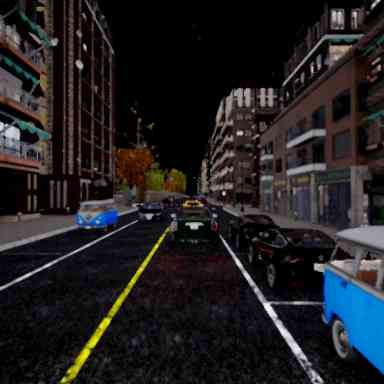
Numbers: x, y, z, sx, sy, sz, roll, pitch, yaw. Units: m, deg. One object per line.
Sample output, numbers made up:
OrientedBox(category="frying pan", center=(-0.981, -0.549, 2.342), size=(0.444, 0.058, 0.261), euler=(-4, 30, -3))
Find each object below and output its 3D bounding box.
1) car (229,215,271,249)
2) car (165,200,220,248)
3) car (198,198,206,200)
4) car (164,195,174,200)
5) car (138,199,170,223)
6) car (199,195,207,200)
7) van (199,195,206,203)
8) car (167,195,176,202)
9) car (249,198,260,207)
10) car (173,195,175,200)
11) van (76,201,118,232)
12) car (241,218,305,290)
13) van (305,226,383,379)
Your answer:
OrientedBox(category="car", center=(2.692, 1.629, 14.637), size=(1.947, 1.339, 4.313), euler=(0, 0, 0))
OrientedBox(category="car", center=(0.092, 1.418, 15.234), size=(2.097, 1.767, 4.553), euler=(0, 0, 0))
OrientedBox(category="car", center=(0.091, 1.623, 32.284), size=(1.882, 1.535, 5.008), euler=(0, 0, 0))
OrientedBox(category="car", center=(-5.701, 1.949, 75.345), size=(1.947, 1.339, 4.313), euler=(0, 0, 0))
OrientedBox(category="car", center=(-3.103, 1.610, 26.573), size=(2.128, 1.511, 4.902), euler=(0, 0, 0))
OrientedBox(category="car", center=(2.679, 1.962, 80.976), size=(1.887, 1.381, 4.507), euler=(0, 0, 0))
OrientedBox(category="van", center=(2.678, 1.794, 86.608), size=(1.690, 1.788, 3.998), euler=(0, 0, 0))
OrientedBox(category="car", center=(-5.703, 1.804, 92.237), size=(2.192, 1.841, 5.009), euler=(0, 0, 0))
OrientedBox(category="car", center=(13.455, 1.908, 63.026), size=(5.009, 1.841, 2.192), euler=(1, -2, -1))
OrientedBox(category="car", center=(-5.702, 1.977, 86.436), size=(1.752, 1.417, 4.829), euler=(0, 0, 0))
OrientedBox(category="van", center=(-5.689, 1.430, 20.296), size=(1.690, 1.788, 3.998), euler=(0, 0, 0))
OrientedBox(category="car", center=(2.693, 1.604, 8.974), size=(1.947, 1.339, 4.313), euler=(0, 0, 0))
OrientedBox(category="van", center=(2.695, 1.355, 3.313), size=(1.690, 1.788, 3.998), euler=(0, 0, 0))
